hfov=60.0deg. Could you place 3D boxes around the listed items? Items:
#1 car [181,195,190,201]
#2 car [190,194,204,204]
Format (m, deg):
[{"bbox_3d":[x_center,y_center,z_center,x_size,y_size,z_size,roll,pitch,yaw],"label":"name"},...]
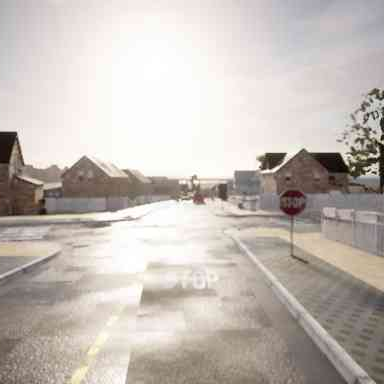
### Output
[{"bbox_3d":[-1.262,1.305,72.301,2.033,1.411,5.357,0,0,3],"label":"car"},{"bbox_3d":[1.311,1.350,68.050,2.150,2.045,5.566,0,0,3],"label":"car"}]
